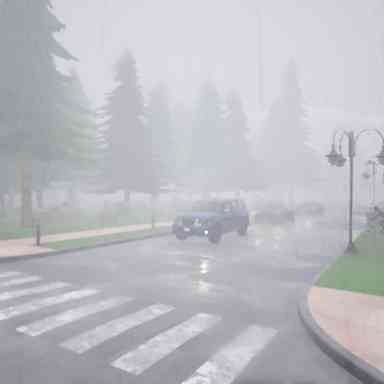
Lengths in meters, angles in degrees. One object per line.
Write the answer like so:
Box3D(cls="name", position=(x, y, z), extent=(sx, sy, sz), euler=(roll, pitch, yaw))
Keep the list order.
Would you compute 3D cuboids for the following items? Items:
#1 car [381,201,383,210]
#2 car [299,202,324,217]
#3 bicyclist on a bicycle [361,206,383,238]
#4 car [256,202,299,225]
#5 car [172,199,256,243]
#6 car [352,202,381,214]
Box3D(cls="car", position=(27.401, 1.995, 46.950), extent=(4.181, 1.385, 1.994), euler=(1, 0, -44))
Box3D(cls="car", position=(12.369, 1.774, 34.869), extent=(2.128, 1.511, 4.902), euler=(1, 0, 36))
Box3D(cls="bicyclist on a bicycle", position=(9.508, 1.551, 16.882), extent=(1.656, 1.620, 0.582), euler=(0, 0, 32))
Box3D(cls="car", position=(6.582, 1.576, 26.232), extent=(2.097, 1.767, 4.553), euler=(1, 0, 33))
Box3D(cls="car", position=(1.201, 1.391, 17.643), extent=(2.150, 2.045, 5.566), euler=(1, 0, 32))
Box3D(cls="car", position=(20.454, 1.888, 39.326), extent=(1.812, 1.442, 4.674), euler=(1, 0, 42))
